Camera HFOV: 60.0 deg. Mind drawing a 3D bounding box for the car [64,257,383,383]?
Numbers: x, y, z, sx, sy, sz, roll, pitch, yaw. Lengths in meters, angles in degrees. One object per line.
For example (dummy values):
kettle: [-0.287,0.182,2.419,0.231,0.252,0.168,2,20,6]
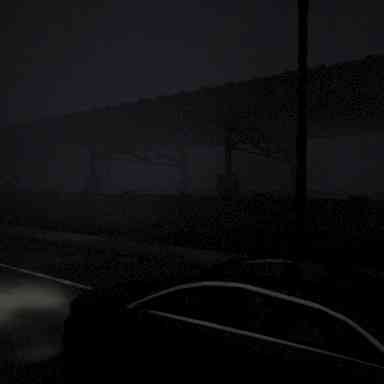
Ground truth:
car: [0.608,1.491,3.560,4.902,1.511,2.128,0,0,36]
